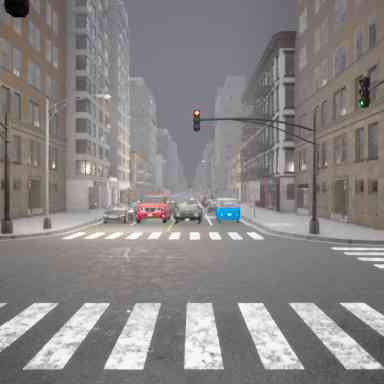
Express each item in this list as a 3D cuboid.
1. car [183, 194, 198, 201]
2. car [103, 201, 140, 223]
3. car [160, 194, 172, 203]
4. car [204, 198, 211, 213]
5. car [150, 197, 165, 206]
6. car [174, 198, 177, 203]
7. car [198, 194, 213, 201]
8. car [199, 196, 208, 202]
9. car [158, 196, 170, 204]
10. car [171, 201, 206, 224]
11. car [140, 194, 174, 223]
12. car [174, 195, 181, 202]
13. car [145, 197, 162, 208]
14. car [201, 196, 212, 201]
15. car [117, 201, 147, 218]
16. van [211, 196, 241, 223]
[{"bbox_3d":[-0.068,1.536,54.651,2.033,1.411,5.357,0,0,0],"label":"car"},{"bbox_3d":[-5.420,1.549,24.923,2.008,1.369,4.403,0,0,0],"label":"car"},{"bbox_3d":[-5.475,1.292,70.377,2.192,1.841,5.009,0,0,0],"label":"car"},{"bbox_3d":[2.592,1.580,36.303,1.802,1.307,4.206,0,0,0],"label":"car"},{"bbox_3d":[-5.454,1.556,53.332,1.947,1.339,4.313,0,0,0],"label":"car"},{"bbox_3d":[-2.896,1.599,35.421,1.895,1.301,4.718,0,0,0],"label":"car"},{"bbox_3d":[2.571,1.305,53.348,2.192,1.841,5.009,0,0,0],"label":"car"},{"bbox_3d":[2.543,1.524,76.072,2.008,1.369,4.403,0,0,0],"label":"car"},{"bbox_3d":[-5.468,1.547,64.695,1.947,1.339,4.313,0,0,0],"label":"car"},{"bbox_3d":[-0.174,1.599,24.953,1.895,1.301,4.718,0,0,4],"label":"car"},{"bbox_3d":[-2.880,1.220,25.605,2.150,2.045,5.566,0,0,0],"label":"car"},{"bbox_3d":[-2.892,1.500,45.481,1.837,1.490,4.892,0,0,0],"label":"car"},{"bbox_3d":[-5.447,1.519,47.480,1.752,1.417,4.829,0,0,0],"label":"car"},{"bbox_3d":[2.578,1.576,47.666,1.802,1.307,4.206,0,0,0],"label":"car"},{"bbox_3d":[-5.426,1.543,30.604,1.887,1.381,4.507,0,0,0],"label":"car"},{"bbox_3d":[2.605,1.340,24.941,1.690,1.788,3.998,0,0,0],"label":"van"}]
